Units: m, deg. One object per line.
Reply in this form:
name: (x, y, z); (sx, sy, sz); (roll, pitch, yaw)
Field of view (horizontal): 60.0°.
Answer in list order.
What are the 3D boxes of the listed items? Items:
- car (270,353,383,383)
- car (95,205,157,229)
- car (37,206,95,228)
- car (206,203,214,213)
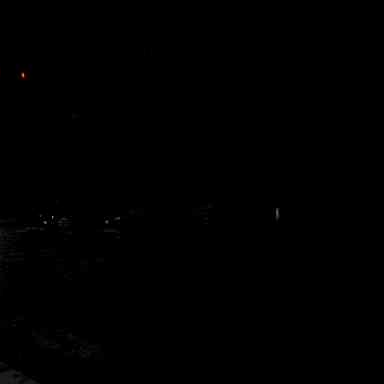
car: (2.374, 1.545, 1.267); (4.507, 1.381, 1.887); (0, 1, 35)
car: (-4.066, 1.652, 22.999); (1.812, 1.442, 4.674); (1, 0, 35)
car: (-8.067, 1.660, 22.971); (1.895, 1.301, 4.718); (1, 0, 35)
car: (3.479, 1.757, 39.275); (1.812, 1.442, 4.674); (1, 0, 35)
